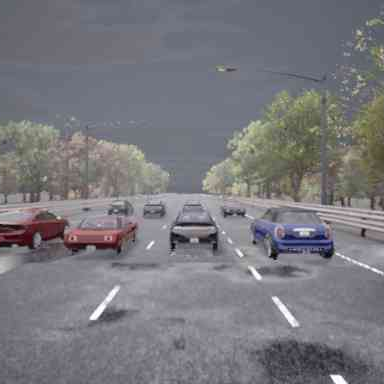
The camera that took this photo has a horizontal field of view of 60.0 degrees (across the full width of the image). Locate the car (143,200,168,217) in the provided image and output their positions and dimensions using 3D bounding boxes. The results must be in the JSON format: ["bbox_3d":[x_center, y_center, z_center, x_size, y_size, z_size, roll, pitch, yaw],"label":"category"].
[{"bbox_3d":[-3.407,1.483,31.320,2.128,1.511,4.902,0,0,0],"label":"car"}]

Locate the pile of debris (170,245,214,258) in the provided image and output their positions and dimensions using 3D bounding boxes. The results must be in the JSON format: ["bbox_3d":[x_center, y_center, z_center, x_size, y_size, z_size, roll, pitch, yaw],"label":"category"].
[{"bbox_3d":[-0.003,2.171,12.297,1.500,0.140,1.860,0,0,0],"label":"pile of debris"}]

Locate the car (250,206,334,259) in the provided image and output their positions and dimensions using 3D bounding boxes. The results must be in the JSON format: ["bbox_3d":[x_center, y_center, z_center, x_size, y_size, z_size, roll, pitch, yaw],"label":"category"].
[{"bbox_3d":[3.597,1.347,12.760,2.097,1.767,4.553,0,0,0],"label":"car"}]

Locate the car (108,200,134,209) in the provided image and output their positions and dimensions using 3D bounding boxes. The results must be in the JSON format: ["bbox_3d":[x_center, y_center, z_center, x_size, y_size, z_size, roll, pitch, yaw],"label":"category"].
[{"bbox_3d":[-6.907,1.517,32.500,1.812,1.442,4.674,0,0,0],"label":"car"}]

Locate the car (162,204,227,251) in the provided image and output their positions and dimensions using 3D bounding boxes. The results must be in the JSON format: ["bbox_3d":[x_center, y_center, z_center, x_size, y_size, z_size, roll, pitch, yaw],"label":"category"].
[{"bbox_3d":[0.089,1.484,14.110,2.128,1.511,4.902,0,0,0],"label":"car"}]

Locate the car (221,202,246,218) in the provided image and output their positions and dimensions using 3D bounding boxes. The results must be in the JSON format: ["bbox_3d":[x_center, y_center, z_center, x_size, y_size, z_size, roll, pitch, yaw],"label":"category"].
[{"bbox_3d":[3.593,1.592,30.050,1.895,1.301,4.718,0,0,0],"label":"car"}]

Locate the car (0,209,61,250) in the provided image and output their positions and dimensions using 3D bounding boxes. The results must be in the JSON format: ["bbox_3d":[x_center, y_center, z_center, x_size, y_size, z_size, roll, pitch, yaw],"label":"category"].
[{"bbox_3d":[-6.903,1.473,14.261,1.882,1.535,5.008,0,0,0],"label":"car"}]

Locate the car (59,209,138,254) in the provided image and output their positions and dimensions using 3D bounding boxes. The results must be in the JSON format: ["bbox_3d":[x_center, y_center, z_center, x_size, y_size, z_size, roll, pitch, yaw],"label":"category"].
[{"bbox_3d":[-3.402,1.596,13.457,1.895,1.301,4.718,0,0,0],"label":"car"}]

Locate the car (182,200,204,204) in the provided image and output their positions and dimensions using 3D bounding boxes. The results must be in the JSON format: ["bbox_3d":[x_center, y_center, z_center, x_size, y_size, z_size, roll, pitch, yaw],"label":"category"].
[{"bbox_3d":[0.093,1.483,31.354,2.128,1.511,4.902,0,0,0],"label":"car"}]
